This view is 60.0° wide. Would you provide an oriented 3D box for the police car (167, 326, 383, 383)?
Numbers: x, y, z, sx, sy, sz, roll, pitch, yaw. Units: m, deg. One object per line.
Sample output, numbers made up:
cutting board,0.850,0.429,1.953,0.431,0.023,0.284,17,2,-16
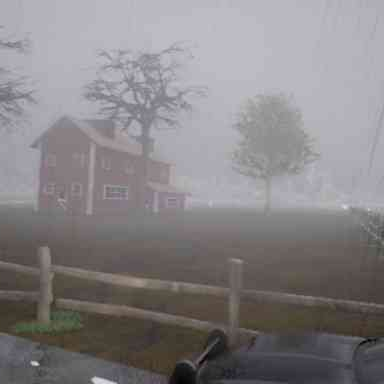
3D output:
police car,2.308,1.598,2.131,5.238,1.638,1.930,1,-2,23
